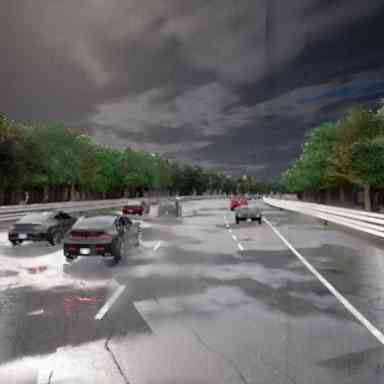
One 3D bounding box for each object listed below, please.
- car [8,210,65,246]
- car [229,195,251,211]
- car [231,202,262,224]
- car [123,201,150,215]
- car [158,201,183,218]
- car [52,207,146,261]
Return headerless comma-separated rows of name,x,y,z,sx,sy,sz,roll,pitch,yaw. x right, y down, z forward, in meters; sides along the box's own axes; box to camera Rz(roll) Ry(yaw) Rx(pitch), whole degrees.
car,-6.535,1.567,15.320,1.812,1.442,4.674,0,0,2
car,6.080,1.371,43.281,2.150,2.045,5.566,0,0,7
car,4.214,1.686,25.489,1.895,1.301,4.718,0,0,6
car,-5.443,1.582,33.017,1.882,1.535,5.008,0,0,5
car,-2.038,1.607,31.712,1.837,1.490,4.892,0,0,5
car,-3.140,1.540,12.431,1.837,1.490,4.892,0,0,2
